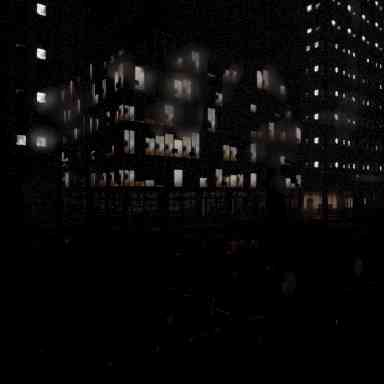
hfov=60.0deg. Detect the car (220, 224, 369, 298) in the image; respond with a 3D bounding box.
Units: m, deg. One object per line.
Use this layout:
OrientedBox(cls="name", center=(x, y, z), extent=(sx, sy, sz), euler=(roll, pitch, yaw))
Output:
OrientedBox(cls="car", center=(2.741, 1.545, 8.504), extent=(4.507, 1.381, 1.887), euler=(0, 0, -35))
